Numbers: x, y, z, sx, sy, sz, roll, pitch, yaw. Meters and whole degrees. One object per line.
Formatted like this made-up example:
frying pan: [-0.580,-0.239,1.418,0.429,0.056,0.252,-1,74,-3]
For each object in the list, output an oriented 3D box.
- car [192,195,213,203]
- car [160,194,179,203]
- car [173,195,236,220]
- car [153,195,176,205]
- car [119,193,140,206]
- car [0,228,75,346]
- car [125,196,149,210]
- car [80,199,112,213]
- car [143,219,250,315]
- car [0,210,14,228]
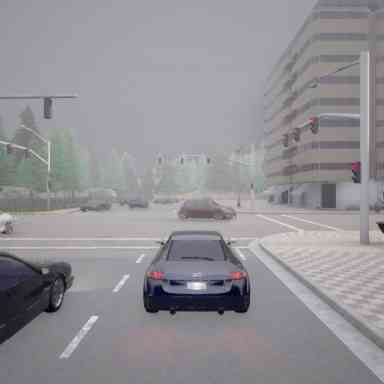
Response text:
car: [2.360,1.478,73.382,1.882,1.535,5.008,0,0,38]
car: [-4.653,1.352,69.388,2.097,1.767,4.553,0,0,27]
car: [1.210,1.364,26.531,4.553,1.767,2.097,0,0,28]
car: [-5.079,1.547,59.286,2.033,1.411,5.357,0,0,18]
car: [-9.824,1.222,53.302,2.150,2.045,5.566,0,0,8]
car: [-3.427,1.547,4.622,2.033,1.411,5.357,0,0,0]
car: [-6.935,1.601,43.546,1.895,1.301,4.718,0,0,1]
car: [-10.828,1.547,38.025,2.033,1.411,5.357,0,0,8]
car: [0.092,1.564,7.656,1.994,1.385,4.181,0,0,0]
car: [-10.573,1.526,16.282,1.812,1.442,4.674,0,0,0]
